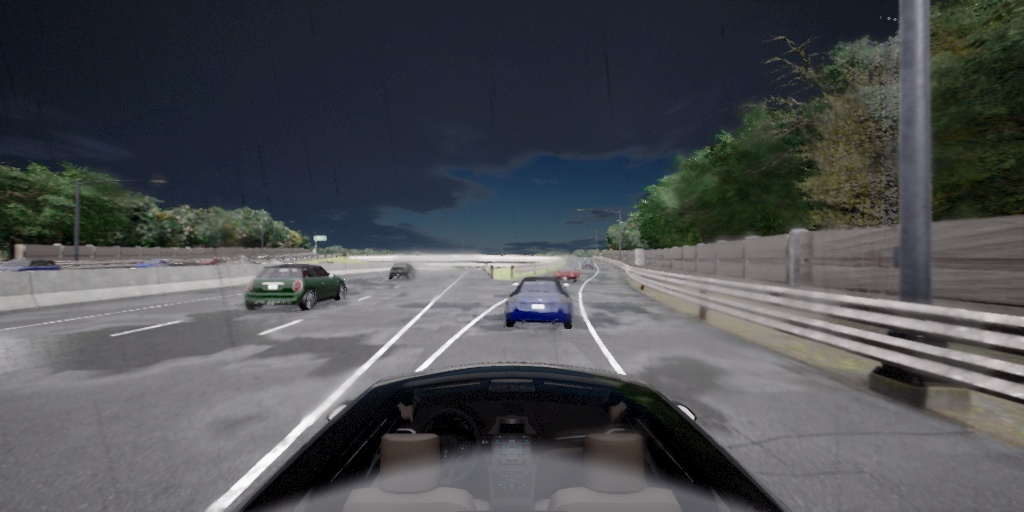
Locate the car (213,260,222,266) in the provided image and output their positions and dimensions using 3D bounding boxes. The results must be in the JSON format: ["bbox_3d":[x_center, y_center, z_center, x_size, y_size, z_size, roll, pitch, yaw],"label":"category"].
[{"bbox_3d":[-24.407,1.357,32.868,1.837,1.490,4.892,0,-1,-5],"label":"car"}]

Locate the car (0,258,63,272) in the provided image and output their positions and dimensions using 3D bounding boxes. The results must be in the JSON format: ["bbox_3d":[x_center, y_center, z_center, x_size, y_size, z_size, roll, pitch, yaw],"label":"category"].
[{"bbox_3d":[-38.047,1.063,27.930,2.097,1.767,4.553,1,-1,-17],"label":"car"}]

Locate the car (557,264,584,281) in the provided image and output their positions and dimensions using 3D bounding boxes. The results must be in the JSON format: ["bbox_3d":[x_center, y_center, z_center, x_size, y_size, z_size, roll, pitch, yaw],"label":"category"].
[{"bbox_3d":[4.960,1.611,31.604,1.895,1.301,4.718,0,-1,15],"label":"car"}]

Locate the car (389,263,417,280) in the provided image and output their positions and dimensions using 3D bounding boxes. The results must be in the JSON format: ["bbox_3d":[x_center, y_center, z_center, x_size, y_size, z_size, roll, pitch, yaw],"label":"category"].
[{"bbox_3d":[-10.257,1.451,33.980,1.837,1.490,4.892,0,-1,-5],"label":"car"}]

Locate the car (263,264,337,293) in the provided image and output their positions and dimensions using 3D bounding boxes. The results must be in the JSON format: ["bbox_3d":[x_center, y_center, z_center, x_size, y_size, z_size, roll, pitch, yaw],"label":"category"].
[{"bbox_3d":[-12.702,1.272,21.943,1.882,1.535,5.008,0,-1,-5],"label":"car"}]

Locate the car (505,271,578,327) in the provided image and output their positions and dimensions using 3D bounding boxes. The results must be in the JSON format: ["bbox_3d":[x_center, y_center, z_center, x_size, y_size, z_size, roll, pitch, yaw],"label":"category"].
[{"bbox_3d":[0.943,1.370,11.824,1.994,1.385,4.181,0,0,6],"label":"car"}]

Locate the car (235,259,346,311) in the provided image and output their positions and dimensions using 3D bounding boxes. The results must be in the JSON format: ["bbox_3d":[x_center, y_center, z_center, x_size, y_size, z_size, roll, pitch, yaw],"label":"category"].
[{"bbox_3d":[-8.540,1.114,14.646,2.097,1.767,4.553,0,0,-5],"label":"car"}]

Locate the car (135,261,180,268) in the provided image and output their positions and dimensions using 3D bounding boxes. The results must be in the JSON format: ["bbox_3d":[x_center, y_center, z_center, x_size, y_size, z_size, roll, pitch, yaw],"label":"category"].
[{"bbox_3d":[-31.357,1.367,32.033,1.994,1.385,4.181,0,-1,-5],"label":"car"}]
